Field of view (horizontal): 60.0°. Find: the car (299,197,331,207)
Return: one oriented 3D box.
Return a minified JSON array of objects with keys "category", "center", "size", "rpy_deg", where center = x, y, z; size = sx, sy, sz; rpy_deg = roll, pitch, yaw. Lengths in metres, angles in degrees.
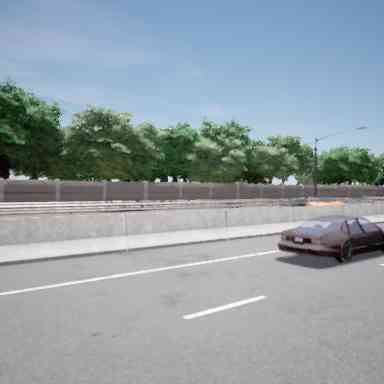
[{"category":"car","center":[13.988,1.338,35.467],"size":[4.553,1.767,2.097],"rpy_deg":[0,0,-35]}]

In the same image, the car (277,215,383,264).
[{"category":"car","center":[5.398,1.546,11.906],"size":[5.357,1.411,2.033],"rpy_deg":[0,0,-35]}]

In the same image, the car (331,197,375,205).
[{"category":"car","center":[16.357,1.477,32.859],"size":[4.902,1.511,2.128],"rpy_deg":[0,0,-35]}]

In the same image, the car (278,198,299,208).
[{"category":"car","center":[12.044,1.490,38.378],"size":[4.892,1.490,1.837],"rpy_deg":[0,0,-35]}]
